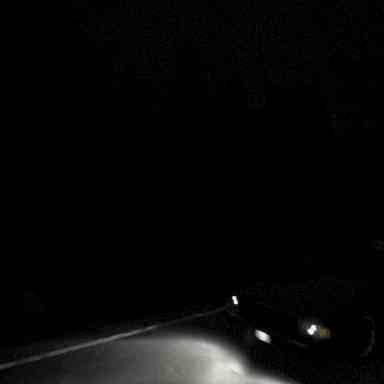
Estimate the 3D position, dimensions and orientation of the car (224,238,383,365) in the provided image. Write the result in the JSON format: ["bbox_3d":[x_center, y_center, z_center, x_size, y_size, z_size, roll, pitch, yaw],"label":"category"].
[{"bbox_3d":[3.134,1.601,6.105,5.357,1.411,2.033,0,0,-35],"label":"car"}]
